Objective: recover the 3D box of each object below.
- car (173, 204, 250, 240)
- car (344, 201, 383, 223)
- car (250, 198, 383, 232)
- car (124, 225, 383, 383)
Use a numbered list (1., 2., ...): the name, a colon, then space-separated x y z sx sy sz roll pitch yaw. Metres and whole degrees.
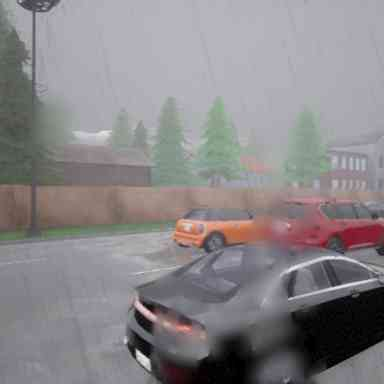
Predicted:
1. car: 1.557 1.364 13.480 4.553 1.767 2.097 0 0 -35
2. car: 14.526 1.545 27.003 4.892 1.490 1.837 0 0 -36
3. car: 4.843 1.237 11.499 5.566 2.045 2.150 0 0 -36
4. car: 1.472 1.497 4.798 4.902 1.511 2.128 0 0 -35
